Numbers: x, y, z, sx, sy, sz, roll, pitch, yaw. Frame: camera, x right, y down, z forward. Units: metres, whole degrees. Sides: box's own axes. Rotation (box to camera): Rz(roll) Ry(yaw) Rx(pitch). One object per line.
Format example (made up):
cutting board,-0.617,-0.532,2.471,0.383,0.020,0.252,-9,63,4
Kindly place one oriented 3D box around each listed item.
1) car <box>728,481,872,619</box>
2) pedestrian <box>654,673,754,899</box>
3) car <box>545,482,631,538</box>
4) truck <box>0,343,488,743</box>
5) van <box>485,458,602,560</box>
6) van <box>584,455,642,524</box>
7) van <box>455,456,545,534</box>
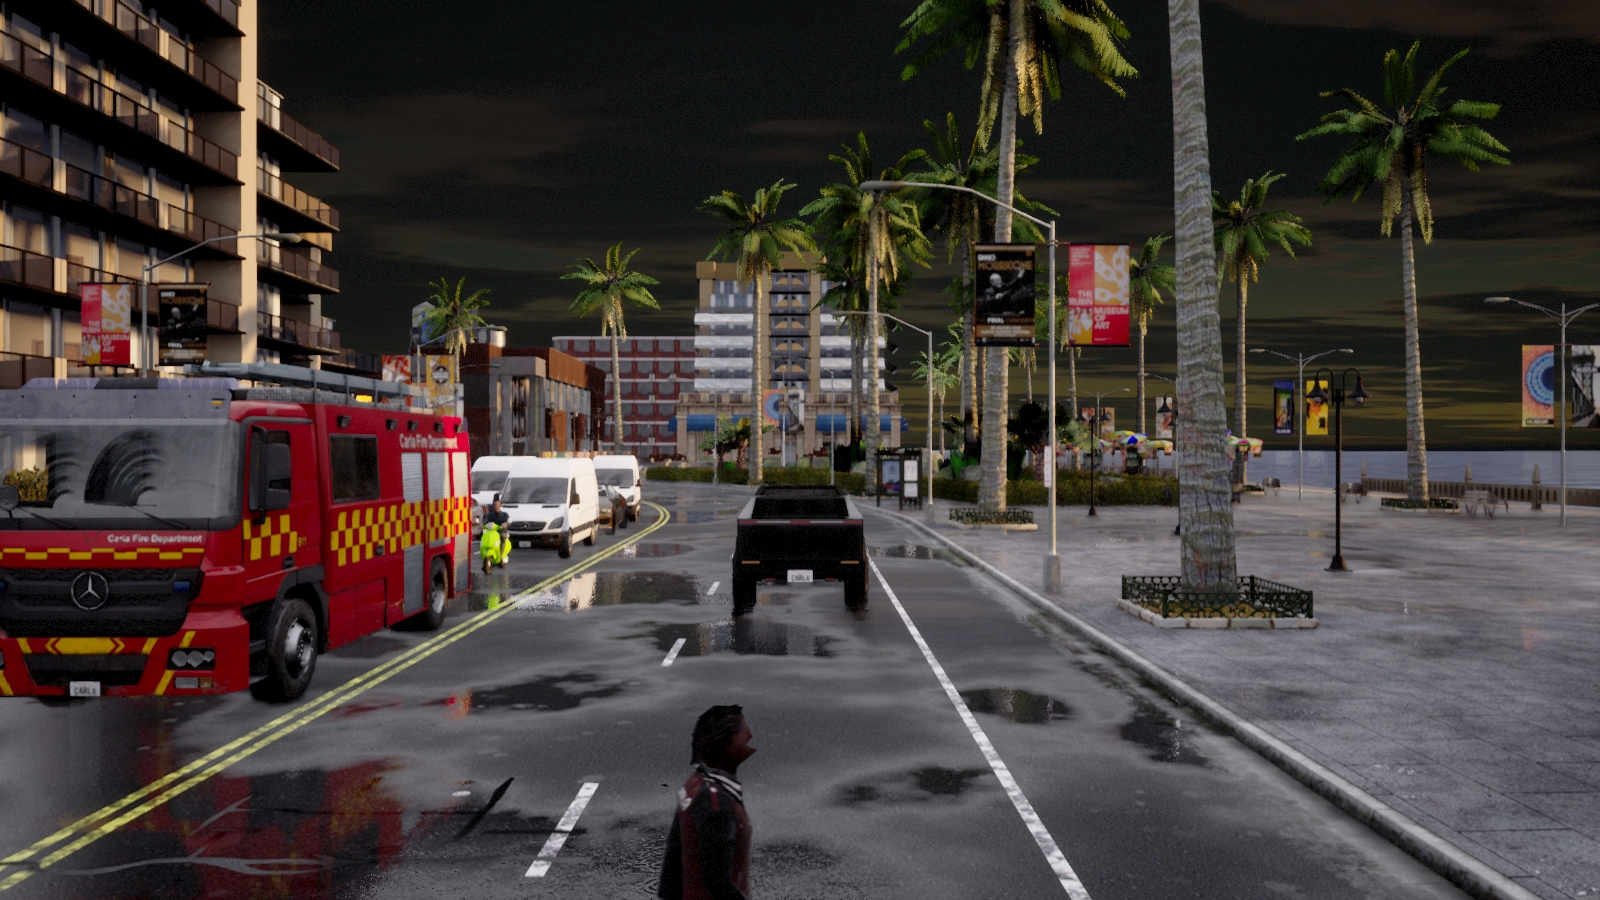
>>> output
car,0.008,1.745,22.077,2.390,2.098,6.274,0,0,0
pedestrian,-0.376,1.847,4.490,0.375,1.860,0.375,0,0,-5
car,-7.153,1.977,39.033,2.152,1.651,5.027,0,0,-2
truck,-6.744,0.884,15.168,2.891,3.827,8.468,0,0,0
van,-7.029,1.522,31.996,1.988,2.561,5.915,0,0,-1
van,-7.527,1.517,46.343,1.988,2.561,5.915,0,0,-6
van,-10.708,1.518,41.272,1.988,2.561,5.915,0,0,-3
